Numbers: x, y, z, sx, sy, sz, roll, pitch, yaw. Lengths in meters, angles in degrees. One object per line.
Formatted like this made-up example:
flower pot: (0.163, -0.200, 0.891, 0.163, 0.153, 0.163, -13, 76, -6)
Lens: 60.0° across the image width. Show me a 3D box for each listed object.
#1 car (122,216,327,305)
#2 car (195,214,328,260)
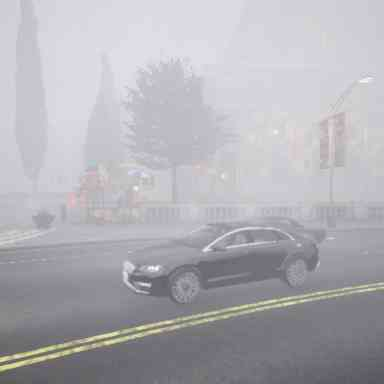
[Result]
car: (0.825, 1.491, 8.032, 4.902, 1.511, 2.128, 0, 0, -25)
car: (2.643, 1.601, 12.703, 4.718, 1.301, 1.895, 0, 0, -21)
